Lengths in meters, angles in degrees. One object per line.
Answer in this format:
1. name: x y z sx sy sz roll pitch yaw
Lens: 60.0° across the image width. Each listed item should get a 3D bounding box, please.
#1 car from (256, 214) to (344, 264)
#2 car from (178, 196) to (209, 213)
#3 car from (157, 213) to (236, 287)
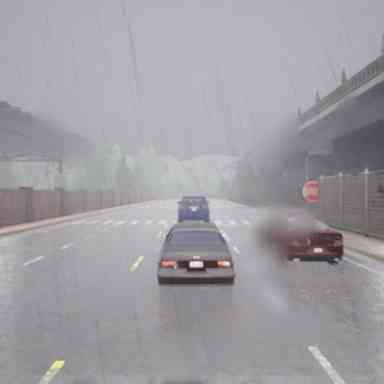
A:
1. car: 3.595 1.506 11.950 1.882 1.535 5.008 0 0 0
2. car: 0.115 1.281 24.731 2.150 2.045 5.566 0 0 0
3. car: 0.072 1.571 9.481 2.033 1.411 5.357 0 0 0
